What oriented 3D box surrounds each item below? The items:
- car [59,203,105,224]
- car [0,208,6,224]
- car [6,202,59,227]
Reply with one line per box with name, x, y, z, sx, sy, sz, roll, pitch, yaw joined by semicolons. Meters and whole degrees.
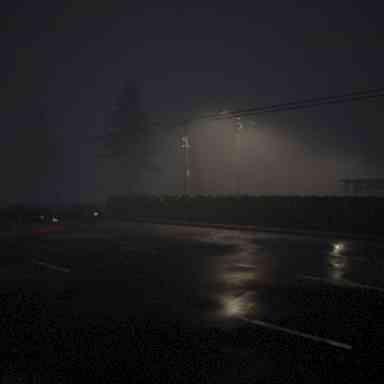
car;-8.333;1.521;24.645;4.181;1.385;1.994;0;0;39
car;-12.944;1.541;19.372;4.181;1.385;1.994;0;0;39
car;-11.433;1.444;22.646;5.008;1.535;1.882;0;0;39
